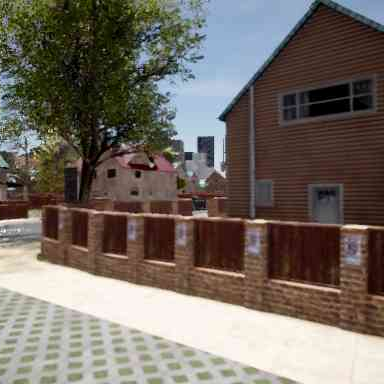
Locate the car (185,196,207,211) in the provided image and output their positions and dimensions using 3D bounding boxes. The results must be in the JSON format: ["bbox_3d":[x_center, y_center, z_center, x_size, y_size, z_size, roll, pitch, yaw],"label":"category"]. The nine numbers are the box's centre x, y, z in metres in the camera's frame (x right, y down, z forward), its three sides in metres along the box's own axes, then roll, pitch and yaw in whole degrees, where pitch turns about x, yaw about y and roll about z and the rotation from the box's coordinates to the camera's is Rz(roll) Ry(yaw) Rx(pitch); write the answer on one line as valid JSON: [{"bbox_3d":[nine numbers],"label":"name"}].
[{"bbox_3d":[0.135,1.246,36.239,1.837,1.490,4.892,-1,0,30],"label":"car"}]
